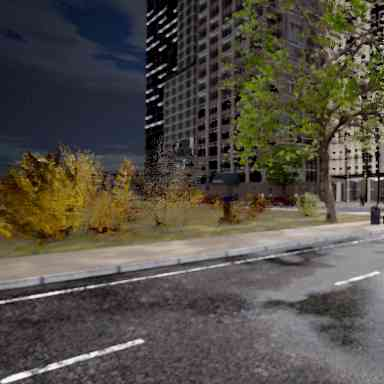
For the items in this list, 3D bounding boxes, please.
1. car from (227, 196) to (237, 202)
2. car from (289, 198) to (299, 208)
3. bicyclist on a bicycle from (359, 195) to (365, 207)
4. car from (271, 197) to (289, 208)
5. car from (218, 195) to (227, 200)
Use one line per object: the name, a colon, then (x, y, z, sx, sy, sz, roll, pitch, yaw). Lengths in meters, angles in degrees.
car: (7.476, 1.457, 65.664, 1.812, 1.442, 4.674, 1, 0, -34)
car: (12.784, 1.402, 45.860, 1.812, 1.442, 4.674, 1, 0, -34)
bicyclist on a bicycle: (24.469, 1.323, 47.917, 1.656, 1.620, 0.582, 1, 0, -34)
car: (10.057, 1.360, 44.090, 1.812, 1.442, 4.674, 1, 0, -34)
car: (4.118, 1.241, 64.933, 2.097, 1.767, 4.553, 1, 0, -33)
